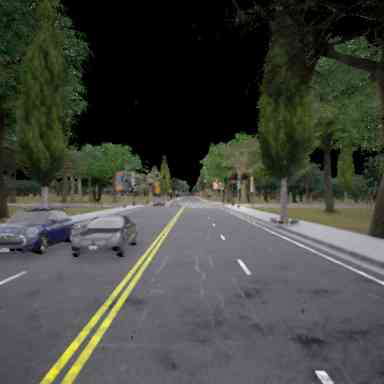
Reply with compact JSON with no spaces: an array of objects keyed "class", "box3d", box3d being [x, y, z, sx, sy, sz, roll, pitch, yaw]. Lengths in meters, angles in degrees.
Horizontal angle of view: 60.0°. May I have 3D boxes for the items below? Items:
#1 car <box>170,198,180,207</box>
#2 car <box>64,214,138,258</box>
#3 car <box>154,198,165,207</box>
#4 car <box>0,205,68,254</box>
[{"class":"car","box3d":[-3.232,2.262,64.783,1.895,1.301,4.718,0,-1,-1]},{"class":"car","box3d":[-3.337,1.649,13.536,1.812,1.442,4.674,0,-1,0]},{"class":"car","box3d":[-6.476,2.034,66.625,2.097,1.767,4.553,0,-1,-3]},{"class":"car","box3d":[-6.598,1.480,13.968,2.097,1.767,4.553,0,-1,0]}]
